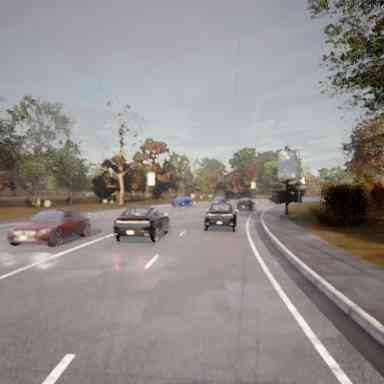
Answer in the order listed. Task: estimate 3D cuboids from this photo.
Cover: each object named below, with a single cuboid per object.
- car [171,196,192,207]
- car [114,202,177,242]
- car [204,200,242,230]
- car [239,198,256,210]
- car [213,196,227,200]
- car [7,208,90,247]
[{"bbox_3d":[-1.541,1.400,50.548,1.882,1.535,5.008,0,0,20],"label":"car"},{"bbox_3d":[-2.290,1.465,16.199,2.128,1.511,4.902,0,0,6],"label":"car"},{"bbox_3d":[1.878,1.475,20.791,2.128,1.511,4.902,0,0,9],"label":"car"},{"bbox_3d":[6.850,1.484,41.992,1.837,1.490,4.892,0,0,17],"label":"car"},{"bbox_3d":[4.631,1.469,56.779,1.812,1.442,4.674,0,0,23],"label":"car"},{"bbox_3d":[-6.153,1.487,14.958,1.812,1.442,4.674,0,0,7],"label":"car"}]
